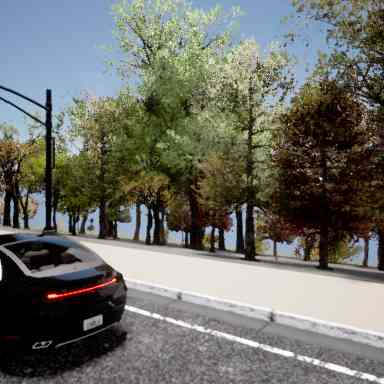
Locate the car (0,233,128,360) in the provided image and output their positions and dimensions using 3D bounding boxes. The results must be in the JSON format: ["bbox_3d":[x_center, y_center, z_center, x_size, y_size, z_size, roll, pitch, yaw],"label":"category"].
[{"bbox_3d":[-3.236,1.503,5.954,4.892,1.490,1.837,0,0,38],"label":"car"}]
